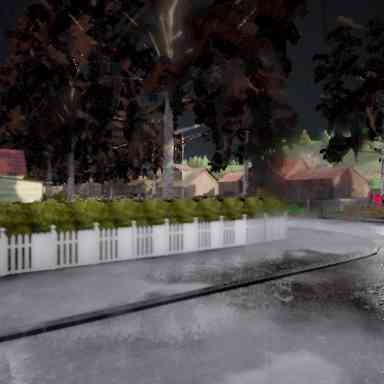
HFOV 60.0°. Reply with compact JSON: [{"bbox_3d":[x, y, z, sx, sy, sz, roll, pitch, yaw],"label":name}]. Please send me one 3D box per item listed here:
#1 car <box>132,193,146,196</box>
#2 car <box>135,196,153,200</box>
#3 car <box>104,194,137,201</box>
[{"bbox_3d":[-9.033,1.216,52.588,2.150,2.045,5.566,0,0,-35],"label":"car"},{"bbox_3d":[-4.310,1.543,38.853,2.033,1.411,5.357,0,0,-36],"label":"car"},{"bbox_3d":[-10.212,1.487,47.159,2.128,1.511,4.902,0,0,-35],"label":"car"}]
